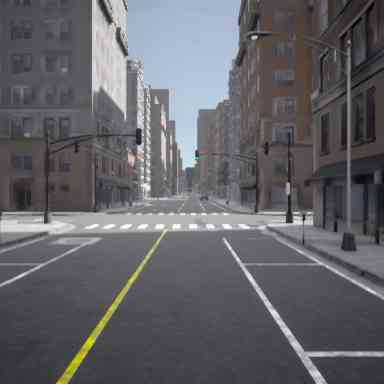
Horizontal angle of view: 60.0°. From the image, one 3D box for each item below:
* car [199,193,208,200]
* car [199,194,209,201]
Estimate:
[{"bbox_3d":[3.113,1.225,90.315,2.097,1.767,4.553,0,0,0],"label":"car"},{"bbox_3d":[3.145,1.390,83.346,1.837,1.490,4.892,0,0,0],"label":"car"}]
